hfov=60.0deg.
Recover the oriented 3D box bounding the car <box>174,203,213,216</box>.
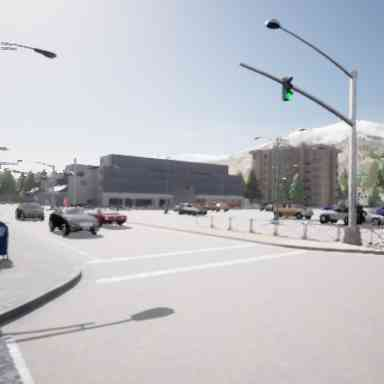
[{"bbox_3d":[0.073,2.263,42.184,2.007,1.523,4.514,2,-2,-36],"label":"car"}]

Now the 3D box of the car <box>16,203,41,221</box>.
[{"bbox_3d":[-14.598,1.764,30.035,1.837,1.490,4.892,2,-1,-36],"label":"car"}]

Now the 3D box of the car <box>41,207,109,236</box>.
[{"bbox_3d":[-6.921,1.640,19.341,2.128,1.511,4.902,2,-2,-36],"label":"car"}]

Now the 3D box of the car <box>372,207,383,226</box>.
[{"bbox_3d":[16.562,2.354,31.289,1.970,1.475,3.806,2,-2,-36],"label":"car"}]

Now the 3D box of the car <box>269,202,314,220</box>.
[{"bbox_3d":[11.566,2.161,38.143,1.932,1.855,4.605,2,-2,-36],"label":"car"}]

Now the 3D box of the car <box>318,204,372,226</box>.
[{"bbox_3d":[13.515,1.988,29.843,1.905,1.878,3.866,2,-2,-36],"label":"car"}]

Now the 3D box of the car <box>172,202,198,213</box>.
[{"bbox_3d":[-1.090,2.354,50.042,1.970,1.475,3.806,2,-2,-36],"label":"car"}]

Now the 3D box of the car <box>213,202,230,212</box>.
[{"bbox_3d":[3.920,2.447,54.065,2.152,1.636,5.027,2,-2,-36],"label":"car"}]

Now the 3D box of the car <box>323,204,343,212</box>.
[{"bbox_3d":[31.529,3.574,74.362,1.845,1.501,3.633,2,-2,-36],"label":"car"}]

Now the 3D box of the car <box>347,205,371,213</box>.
[{"bbox_3d":[33.463,3.444,66.604,1.970,1.475,3.806,2,-2,-36],"label":"car"}]

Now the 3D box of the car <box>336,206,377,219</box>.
[{"bbox_3d":[22.071,2.685,44.858,2.007,1.523,4.514,2,-2,-36],"label":"car"}]

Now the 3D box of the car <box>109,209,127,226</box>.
[{"bbox_3d":[-6.728,1.884,25.221,1.895,1.301,4.718,2,-2,-36],"label":"car"}]

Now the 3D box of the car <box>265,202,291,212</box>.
[{"bbox_3d":[16.398,2.809,63.595,1.932,1.855,4.605,2,-2,-36],"label":"car"}]

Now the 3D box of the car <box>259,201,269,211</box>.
[{"bbox_3d":[14.286,2.708,61.560,1.905,1.878,3.866,2,-2,-36],"label":"car"}]
